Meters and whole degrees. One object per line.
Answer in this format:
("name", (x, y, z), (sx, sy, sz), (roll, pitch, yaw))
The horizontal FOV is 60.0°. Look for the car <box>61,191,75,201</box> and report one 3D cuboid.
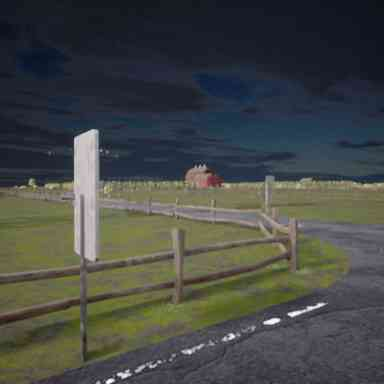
("car", (-18.301, 0.593, 50.269), (2.128, 1.511, 4.902), (0, 1, -36))
